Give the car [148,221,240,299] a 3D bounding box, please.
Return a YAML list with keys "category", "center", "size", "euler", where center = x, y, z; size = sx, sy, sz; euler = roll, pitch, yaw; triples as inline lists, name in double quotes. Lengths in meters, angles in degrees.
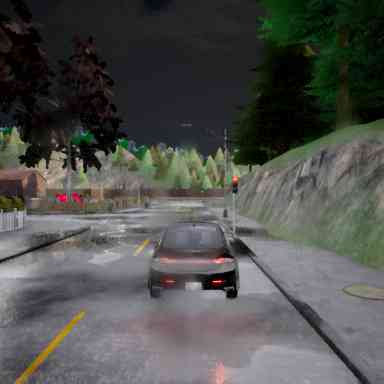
- category: "car"
  center: [0.052, 1.492, 8.464]
  size: [2.128, 1.511, 4.902]
  euler: [0, 0, 1]
